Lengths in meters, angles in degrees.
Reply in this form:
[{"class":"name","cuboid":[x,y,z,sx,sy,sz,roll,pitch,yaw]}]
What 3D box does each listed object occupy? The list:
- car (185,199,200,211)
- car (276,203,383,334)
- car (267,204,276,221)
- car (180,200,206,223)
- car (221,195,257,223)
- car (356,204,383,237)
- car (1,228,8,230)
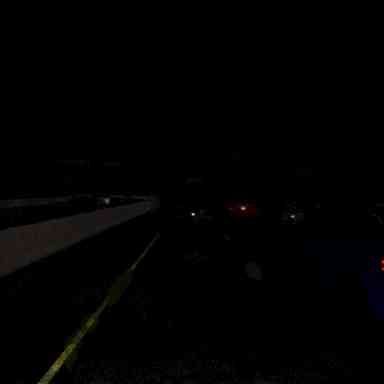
[{"class":"car","cuboid":[0.044,1.628,43.057,1.895,1.301,4.718,0,0,-1]},{"class":"car","cuboid":[3.597,1.226,6.887,2.150,2.045,5.566,0,0,0]},{"class":"car","cuboid":[7.089,1.542,25.714,1.812,1.442,4.674,0,0,0]},{"class":"car","cuboid":[0.088,1.581,25.999,1.994,1.385,4.181,0,0,0]},{"class":"car","cuboid":[3.587,1.238,25.973,2.150,2.045,5.566,0,0,0]},{"class":"car","cuboid":[10.593,1.488,17.060,1.882,1.535,5.008,0,0,0]},{"class":"car","cuboid":[-10.607,1.612,16.264,1.895,1.301,4.718,0,0,0]}]
